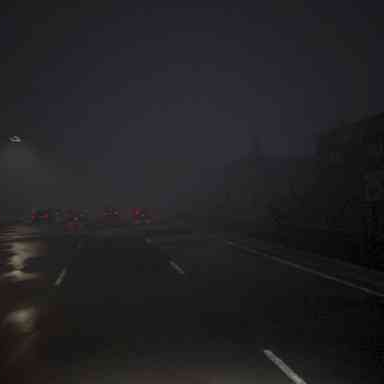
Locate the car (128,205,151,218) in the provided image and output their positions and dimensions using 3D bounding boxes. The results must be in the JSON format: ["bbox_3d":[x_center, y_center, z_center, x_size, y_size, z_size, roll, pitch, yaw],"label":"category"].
[{"bbox_3d":[-6.101,2.383,39.307,1.895,1.301,4.718,-2,-1,-14],"label":"car"}]

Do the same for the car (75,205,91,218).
[{"bbox_3d":[-15.548,2.703,47.589,1.882,1.535,5.008,-2,-1,-15],"label":"car"}]

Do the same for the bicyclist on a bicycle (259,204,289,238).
[{"bbox_3d":[3.981,1.400,16.126,1.656,1.620,0.582,-1,-1,-15],"label":"bicyclist on a bicycle"}]

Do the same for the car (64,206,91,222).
[{"bbox_3d":[-12.865,2.588,37.513,1.895,1.301,4.718,-2,-1,-14],"label":"car"}]

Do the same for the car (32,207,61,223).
[{"bbox_3d":[-16.270,2.640,36.706,2.033,1.411,5.357,-2,-1,-14],"label":"car"}]

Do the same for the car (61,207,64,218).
[{"bbox_3d":[-18.869,2.829,46.456,1.837,1.490,4.892,-2,-1,-15],"label":"car"}]

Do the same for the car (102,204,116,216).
[{"bbox_3d":[-12.144,2.627,48.400,1.837,1.490,4.892,-2,-1,-15],"label":"car"}]

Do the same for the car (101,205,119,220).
[{"bbox_3d":[-9.501,2.434,38.478,2.033,1.411,5.357,-2,-1,-14],"label":"car"}]

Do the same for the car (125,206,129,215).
[{"bbox_3d":[-8.717,2.578,49.126,1.994,1.385,4.181,-2,-1,-15],"label":"car"}]
